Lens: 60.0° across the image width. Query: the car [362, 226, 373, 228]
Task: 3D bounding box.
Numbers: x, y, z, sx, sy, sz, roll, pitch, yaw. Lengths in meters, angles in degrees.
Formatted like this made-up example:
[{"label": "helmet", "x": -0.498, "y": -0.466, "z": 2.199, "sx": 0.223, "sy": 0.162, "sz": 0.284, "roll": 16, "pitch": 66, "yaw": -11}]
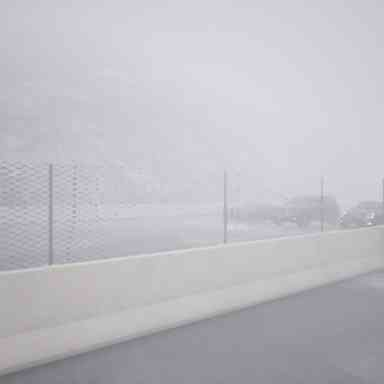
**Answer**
[{"label": "car", "x": 11.190, "y": 1.352, "z": 20.669, "sx": 4.553, "sy": 1.767, "sz": 2.097, "roll": 0, "pitch": 0, "yaw": -36}]
